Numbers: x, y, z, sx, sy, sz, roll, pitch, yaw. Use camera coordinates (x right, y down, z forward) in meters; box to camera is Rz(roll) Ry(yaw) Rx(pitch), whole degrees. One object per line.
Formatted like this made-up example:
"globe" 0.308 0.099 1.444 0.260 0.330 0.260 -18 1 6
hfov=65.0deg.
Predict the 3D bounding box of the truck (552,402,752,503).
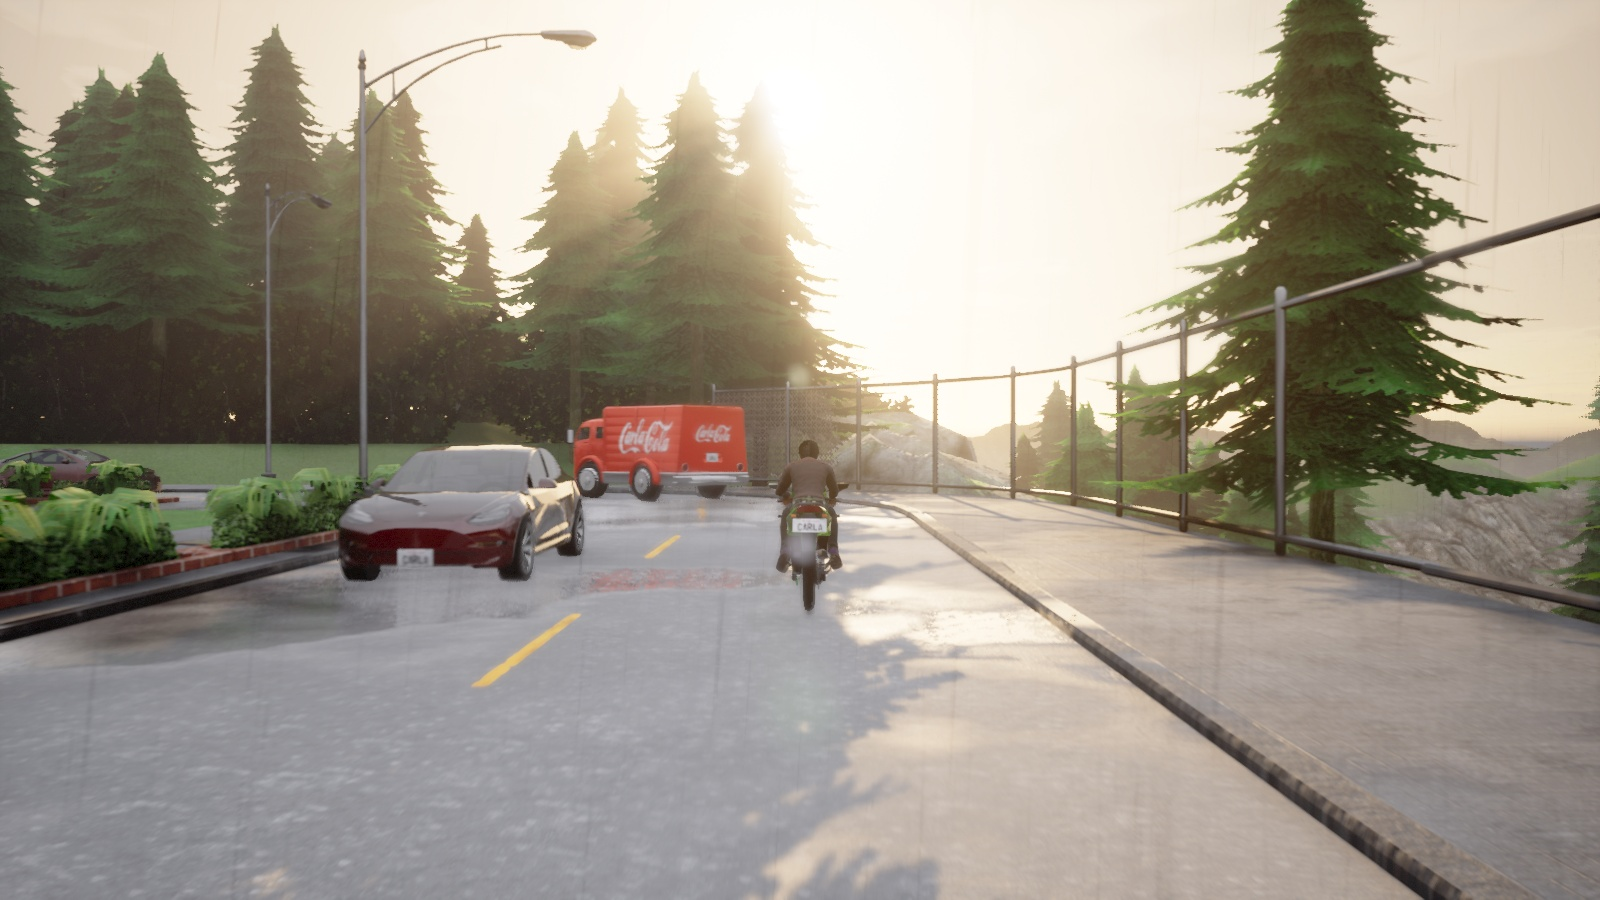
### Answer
"truck" -4.031 0.068 33.530 2.627 2.467 5.204 0 0 -45

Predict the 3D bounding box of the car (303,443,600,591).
"car" -3.886 0.659 15.018 2.163 1.488 4.792 0 0 1

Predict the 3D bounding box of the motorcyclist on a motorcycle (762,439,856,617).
"motorcyclist on a motorcycle" 0.082 0.662 11.741 0.797 1.523 2.044 0 0 0

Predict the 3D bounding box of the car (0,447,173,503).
"car" -18.613 0.615 32.075 4.181 1.385 1.994 0 0 0
